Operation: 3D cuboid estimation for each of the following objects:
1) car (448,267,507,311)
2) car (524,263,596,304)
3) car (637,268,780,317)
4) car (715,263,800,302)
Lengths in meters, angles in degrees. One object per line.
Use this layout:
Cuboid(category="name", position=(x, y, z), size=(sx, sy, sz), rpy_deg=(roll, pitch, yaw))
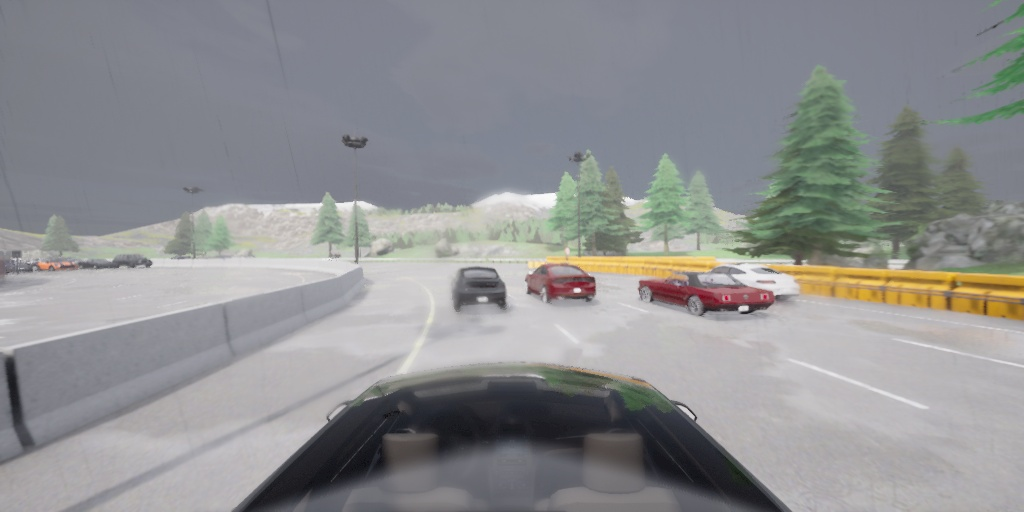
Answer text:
Cuboid(category="car", position=(-1.394, 1.141, 13.944), size=(1.837, 1.490, 4.892), rpy_deg=(-1, 1, -11))
Cuboid(category="car", position=(1.876, 1.053, 15.377), size=(1.882, 1.535, 5.008), rpy_deg=(-1, 1, -11))
Cuboid(category="car", position=(6.213, 1.169, 12.318), size=(1.895, 1.301, 4.718), rpy_deg=(-1, 1, -9))
Cuboid(category="car", position=(9.292, 1.022, 14.884), size=(1.812, 1.442, 4.674), rpy_deg=(-1, 1, -10))
